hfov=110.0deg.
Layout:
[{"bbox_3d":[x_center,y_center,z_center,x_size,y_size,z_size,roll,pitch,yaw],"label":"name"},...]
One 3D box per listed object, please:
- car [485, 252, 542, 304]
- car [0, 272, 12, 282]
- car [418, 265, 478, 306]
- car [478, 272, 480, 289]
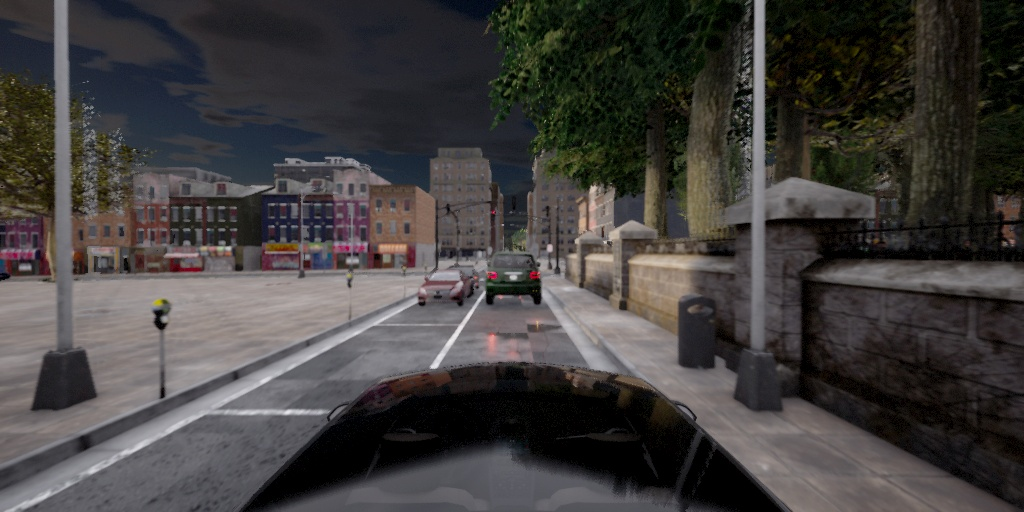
[{"bbox_3d":[0.078,0.834,15.499,2.150,2.045,5.566,0,1,1],"label":"car"},{"bbox_3d":[-47.232,1.724,31.369,4.718,1.301,1.895,-1,1,0],"label":"car"},{"bbox_3d":[-2.636,1.201,14.831,1.802,1.307,4.207,0,0,0],"label":"car"},{"bbox_3d":[-2.635,1.148,18.493,1.948,1.339,4.313,0,0,0],"label":"car"}]
